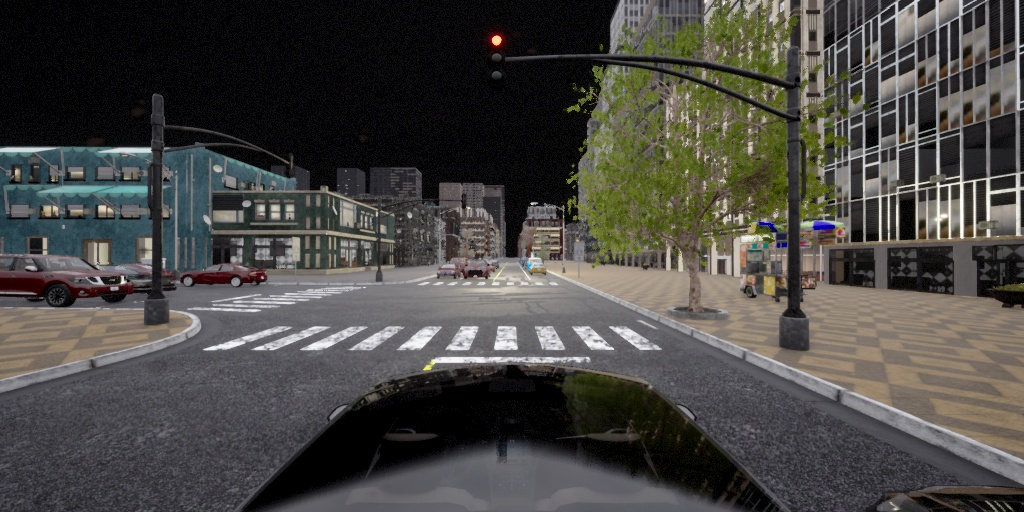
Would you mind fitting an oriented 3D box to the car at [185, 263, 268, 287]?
[{"bbox_3d":[-17.257,1.121,21.527,4.507,1.381,1.888,0,0,-1],"label":"car"}]

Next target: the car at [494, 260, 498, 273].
[{"bbox_3d":[-3.061,1.317,43.750,1.994,1.385,4.181,0,0,0],"label":"car"}]

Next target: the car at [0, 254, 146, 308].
[{"bbox_3d":[-17.147,0.850,13.147,5.009,1.841,2.192,0,0,-1],"label":"car"}]

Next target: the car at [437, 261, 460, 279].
[{"bbox_3d":[-5.659,1.334,32.524,1.802,1.307,4.207,0,0,0],"label":"car"}]

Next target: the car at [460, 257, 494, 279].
[{"bbox_3d":[-3.069,1.104,32.220,2.097,1.767,4.553,0,0,0],"label":"car"}]

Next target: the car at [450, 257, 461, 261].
[{"bbox_3d":[-5.654,1.067,38.075,2.192,1.841,5.009,0,0,0],"label":"car"}]

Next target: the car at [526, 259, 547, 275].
[{"bbox_3d":[2.727,1.278,38.239,1.751,1.417,4.829,0,0,0],"label":"car"}]

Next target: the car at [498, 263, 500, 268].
[{"bbox_3d":[-3.023,1.281,57.195,1.812,1.442,4.674,0,0,0],"label":"car"}]

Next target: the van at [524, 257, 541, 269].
[{"bbox_3d":[2.732,1.094,43.621,1.690,1.789,3.998,0,0,0],"label":"van"}]

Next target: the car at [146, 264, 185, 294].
[{"bbox_3d":[-18.083,1.084,15.727,5.357,1.411,2.033,1,0,-1],"label":"car"}]

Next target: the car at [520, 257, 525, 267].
[{"bbox_3d":[2.742,1.305,54.723,2.007,1.370,4.403,0,0,0],"label":"car"}]
